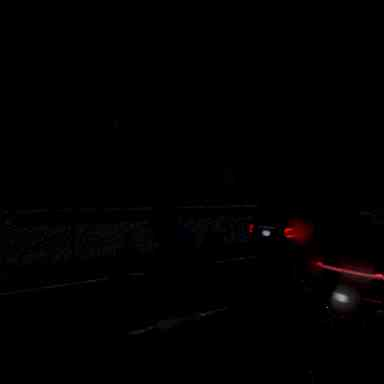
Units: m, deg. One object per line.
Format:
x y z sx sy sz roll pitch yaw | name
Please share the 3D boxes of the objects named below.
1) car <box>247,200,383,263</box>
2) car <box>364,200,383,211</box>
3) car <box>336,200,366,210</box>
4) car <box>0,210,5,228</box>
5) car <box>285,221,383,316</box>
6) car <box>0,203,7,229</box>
4.315 1.300 11.121 5.566 2.045 2.150 1 0 -35 | car
27.468 1.894 48.260 4.902 1.511 2.128 1 0 -30 | car
24.030 1.913 50.289 4.674 1.442 1.812 1 0 -31 | car
-12.071 1.562 16.878 4.181 1.385 1.994 1 0 -35 | car
4.435 1.551 6.908 4.902 1.511 2.128 1 0 -35 | car
-13.989 1.477 19.808 5.008 1.535 1.882 1 0 -35 | car
